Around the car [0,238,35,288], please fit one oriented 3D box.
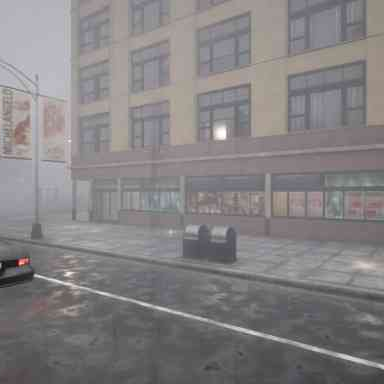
[{"bbox_3d":[-6.011,1.550,8.152,5.357,1.411,2.033,0,0,35],"label":"car"}]
